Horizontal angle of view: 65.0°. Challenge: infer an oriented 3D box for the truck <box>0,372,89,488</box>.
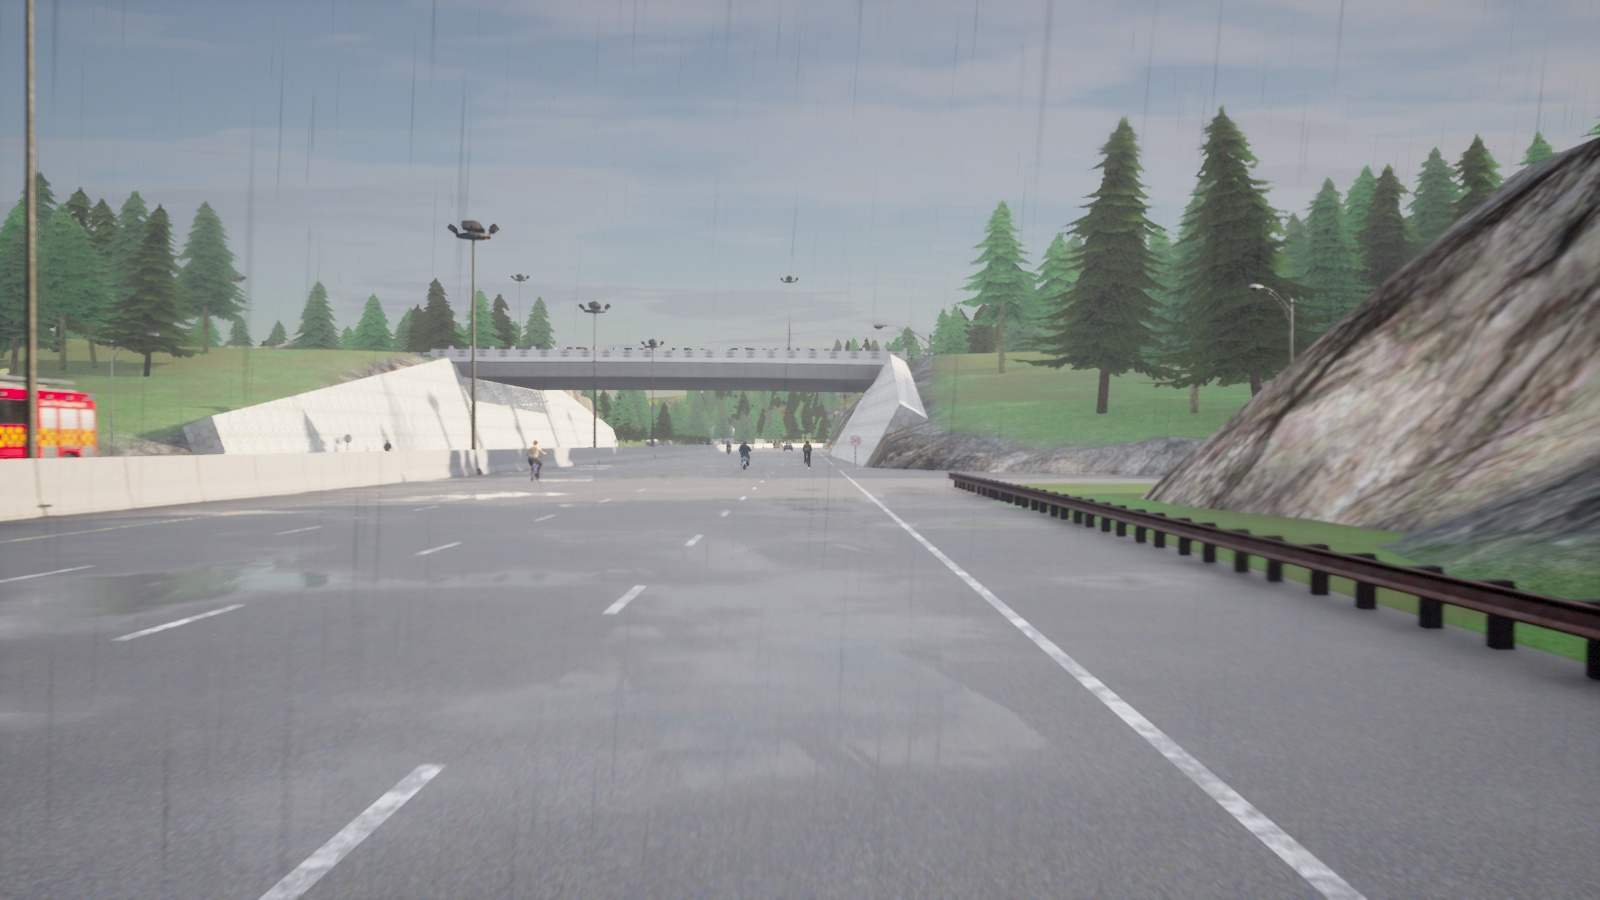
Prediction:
[{"bbox_3d":[-27.744,-0.671,42.198,2.891,3.827,8.468,0,0,0],"label":"truck"}]
